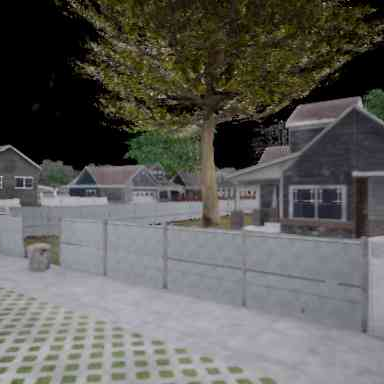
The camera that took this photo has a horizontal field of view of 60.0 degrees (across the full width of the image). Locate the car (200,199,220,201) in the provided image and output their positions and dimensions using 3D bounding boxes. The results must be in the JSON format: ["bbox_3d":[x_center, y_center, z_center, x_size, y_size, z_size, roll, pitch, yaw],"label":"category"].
[{"bbox_3d":[2.314,1.488,45.682,2.128,1.511,4.902,0,0,41],"label":"car"}]
